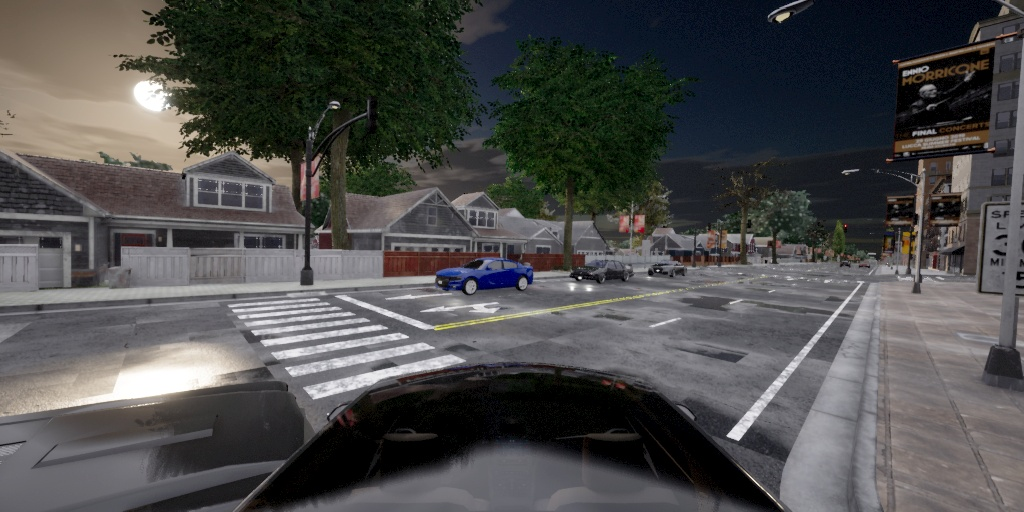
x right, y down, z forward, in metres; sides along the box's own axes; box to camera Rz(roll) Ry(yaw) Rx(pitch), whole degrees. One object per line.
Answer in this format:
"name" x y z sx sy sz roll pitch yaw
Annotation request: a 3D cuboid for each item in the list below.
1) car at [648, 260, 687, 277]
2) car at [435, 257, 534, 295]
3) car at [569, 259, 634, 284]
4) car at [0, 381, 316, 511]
"car" 13.192 1.015 30.317 4.181 1.385 1.994 0 2 -44
"car" -1.144 0.821 16.447 5.008 1.535 1.882 0 2 -44
"car" 6.008 0.943 23.381 5.357 1.411 2.033 0 2 -44
"car" -3.309 1.292 1.257 4.718 1.301 1.895 1 2 -34
